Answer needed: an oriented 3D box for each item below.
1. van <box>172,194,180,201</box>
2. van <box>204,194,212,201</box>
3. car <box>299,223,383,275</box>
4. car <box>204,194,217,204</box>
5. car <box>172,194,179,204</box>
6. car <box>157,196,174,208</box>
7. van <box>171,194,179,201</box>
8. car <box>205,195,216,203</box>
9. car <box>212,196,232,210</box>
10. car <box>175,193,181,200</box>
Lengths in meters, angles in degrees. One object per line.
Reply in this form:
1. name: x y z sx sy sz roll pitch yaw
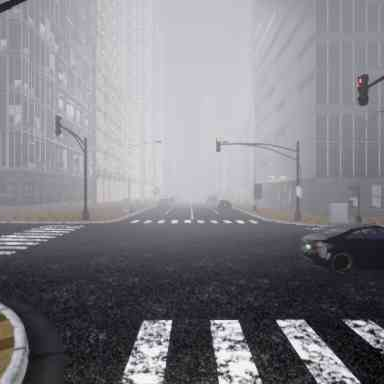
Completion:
1. van: -4.088 1.311 86.019 1.690 1.788 3.998 0 0 0
2. van: 3.809 1.317 80.516 1.690 1.788 3.998 0 0 0
3. car: 5.569 1.686 10.330 4.181 1.385 1.994 1 0 -3
4. car: 3.860 1.310 63.932 2.192 1.841 5.009 0 0 0
5. car: -4.020 1.561 63.909 1.947 1.339 4.313 0 0 0
6. car: -3.970 1.590 47.326 1.802 1.307 4.206 0 0 0
7. van: -4.071 1.317 80.492 1.690 1.788 3.998 0 0 0
8. car: 3.843 1.429 69.461 1.967 1.590 4.097 0 0 0
9. car: 3.976 1.577 41.824 1.947 1.339 4.313 0 0 0
10. car: -4.054 1.423 74.964 1.967 1.590 4.097 0 0 0
